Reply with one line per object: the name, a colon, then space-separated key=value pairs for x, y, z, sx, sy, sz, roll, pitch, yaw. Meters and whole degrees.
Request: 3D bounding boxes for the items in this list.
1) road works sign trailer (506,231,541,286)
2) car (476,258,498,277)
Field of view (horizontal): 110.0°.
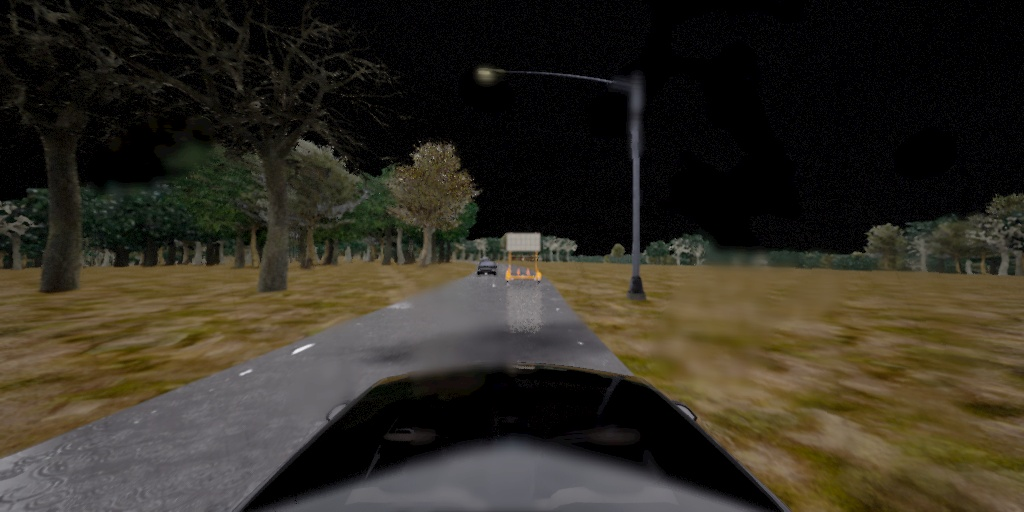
road works sign trailer: x=0.765 y=0.119 z=24.473 sx=2.380 sy=3.560 sz=2.880 roll=0 pitch=0 yaw=1
car: x=-2.291 y=1.156 z=34.278 sx=2.033 sy=1.411 sz=5.357 roll=0 pitch=0 yaw=0
